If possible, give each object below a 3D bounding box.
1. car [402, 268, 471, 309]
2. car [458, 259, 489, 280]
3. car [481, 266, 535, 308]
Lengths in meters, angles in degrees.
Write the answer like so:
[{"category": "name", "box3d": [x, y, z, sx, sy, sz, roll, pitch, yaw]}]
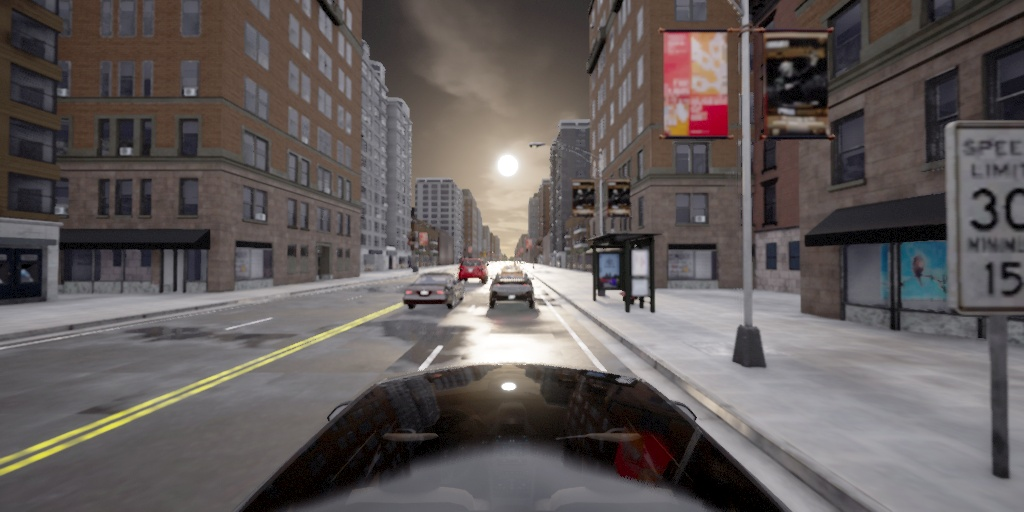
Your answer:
[{"category": "car", "box3d": [-3.254, 1.438, 15.834, 2.033, 1.411, 5.357, 0, -1, 0]}, {"category": "car", "box3d": [-3.261, 1.258, 30.857, 2.150, 2.045, 5.566, 0, 0, 0]}, {"category": "car", "box3d": [-0.001, 1.386, 16.142, 2.128, 1.511, 4.902, 0, 0, 0]}]
